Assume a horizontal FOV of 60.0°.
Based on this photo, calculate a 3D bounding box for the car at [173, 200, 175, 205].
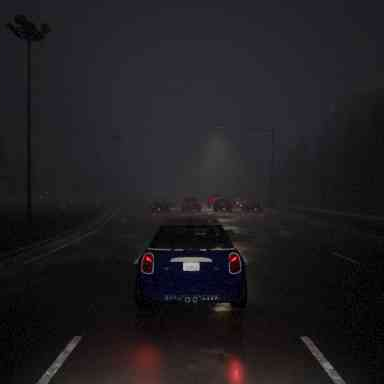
[{"bbox_3d":[-3.604,1.564,48.379,1.994,1.385,4.181,0,0,0],"label":"car"}]

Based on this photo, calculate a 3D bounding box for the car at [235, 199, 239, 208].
[{"bbox_3d":[6.896,1.601,48.380,1.895,1.301,4.718,0,0,0],"label":"car"}]

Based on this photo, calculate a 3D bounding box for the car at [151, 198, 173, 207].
[{"bbox_3d":[-3.583,1.601,38.326,1.895,1.301,4.718,0,0,0],"label":"car"}]

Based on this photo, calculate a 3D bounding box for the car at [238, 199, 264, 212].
[{"bbox_3d":[6.917,1.601,38.348,1.895,1.301,4.718,0,0,0],"label":"car"}]

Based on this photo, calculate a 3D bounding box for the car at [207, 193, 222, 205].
[{"bbox_3d":[3.396,1.221,48.359,2.150,2.045,5.566,0,0,0],"label":"car"}]

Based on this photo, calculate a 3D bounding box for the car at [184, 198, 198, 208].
[{"bbox_3d":[-0.104,1.601,48.382,1.895,1.301,4.718,0,0,0],"label":"car"}]

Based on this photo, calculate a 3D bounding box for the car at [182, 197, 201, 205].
[{"bbox_3d":[-0.083,1.352,38.273,2.097,1.767,4.553,0,0,0],"label":"car"}]

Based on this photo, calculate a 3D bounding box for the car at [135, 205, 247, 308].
[{"bbox_3d":[-0.018,1.352,8.062,2.097,1.767,4.553,0,0,0],"label":"car"}]

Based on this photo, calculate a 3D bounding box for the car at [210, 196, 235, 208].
[{"bbox_3d":[3.418,1.505,37.894,1.837,1.490,4.892,0,0,0],"label":"car"}]
